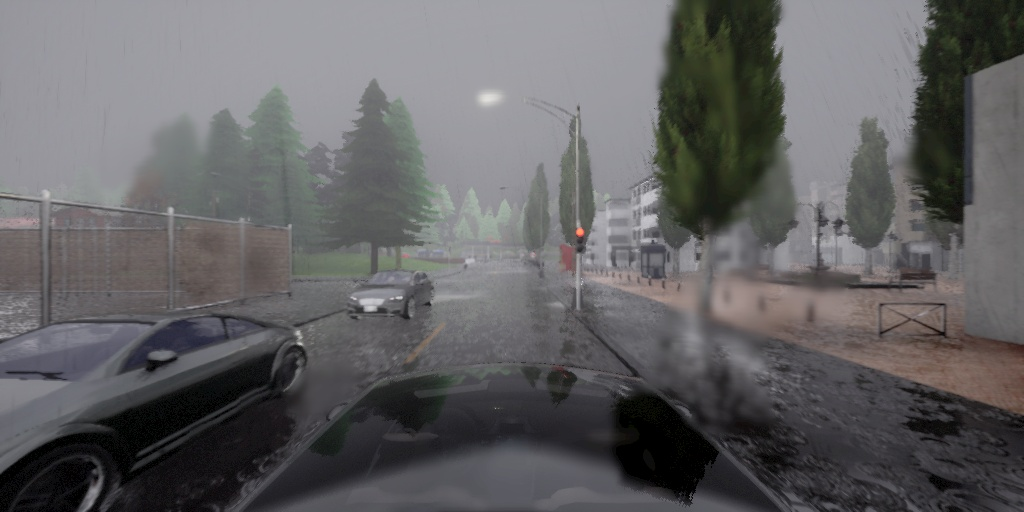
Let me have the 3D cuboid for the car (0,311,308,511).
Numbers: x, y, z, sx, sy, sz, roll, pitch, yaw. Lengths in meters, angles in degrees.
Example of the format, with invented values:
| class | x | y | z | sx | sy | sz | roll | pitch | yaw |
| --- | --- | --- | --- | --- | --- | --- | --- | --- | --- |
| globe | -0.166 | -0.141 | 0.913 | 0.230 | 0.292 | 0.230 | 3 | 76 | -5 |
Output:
| class | x | y | z | sx | sy | sz | roll | pitch | yaw |
| --- | --- | --- | --- | --- | --- | --- | --- | --- | --- |
| car | -4.077 | 1.311 | 3.700 | 1.994 | 1.385 | 4.181 | 0 | 0 | 0 |

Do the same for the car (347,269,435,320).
| class | x | y | z | sx | sy | sz | roll | pitch | yaw |
| --- | --- | --- | --- | --- | --- | --- | --- | --- | --- |
| car | -4.001 | 1.217 | 12.595 | 2.128 | 1.511 | 4.902 | 0 | 0 | 0 |
